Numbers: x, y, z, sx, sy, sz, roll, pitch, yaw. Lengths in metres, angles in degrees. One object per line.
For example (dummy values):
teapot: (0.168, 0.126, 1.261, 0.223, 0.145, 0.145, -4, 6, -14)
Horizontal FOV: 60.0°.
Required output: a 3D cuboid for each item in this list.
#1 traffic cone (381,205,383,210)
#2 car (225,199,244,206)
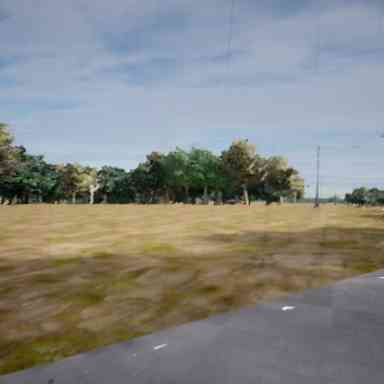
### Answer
traffic cone: (25.517, 2.084, 44.531, 0.340, 0.580, 0.340, 2, -1, 2)
car: (10.515, 2.600, 82.656, 5.008, 1.535, 1.882, -1, -3, 39)
